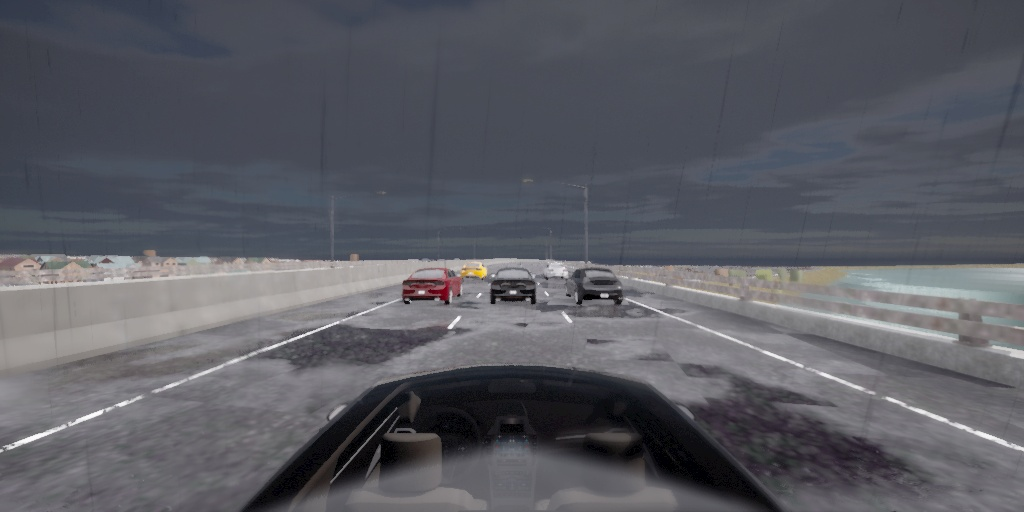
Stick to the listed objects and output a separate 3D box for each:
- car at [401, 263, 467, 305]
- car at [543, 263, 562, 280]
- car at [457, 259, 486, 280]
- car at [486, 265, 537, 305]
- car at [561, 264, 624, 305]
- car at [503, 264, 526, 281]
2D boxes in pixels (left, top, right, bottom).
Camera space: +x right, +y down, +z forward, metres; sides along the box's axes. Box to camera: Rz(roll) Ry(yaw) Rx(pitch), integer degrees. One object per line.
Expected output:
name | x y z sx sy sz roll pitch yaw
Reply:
car | -3.437 1.239 16.190 1.882 1.535 5.008 0 0 0
car | 3.754 1.306 31.025 1.812 1.442 4.674 0 0 1
car | -3.245 1.259 31.145 1.882 1.535 5.008 0 0 1
car | 0.063 1.239 16.161 1.882 1.535 5.008 0 0 0
car | 3.563 1.271 16.131 1.837 1.490 4.892 0 0 0
car | 0.255 1.390 31.115 1.895 1.301 4.718 0 0 1
